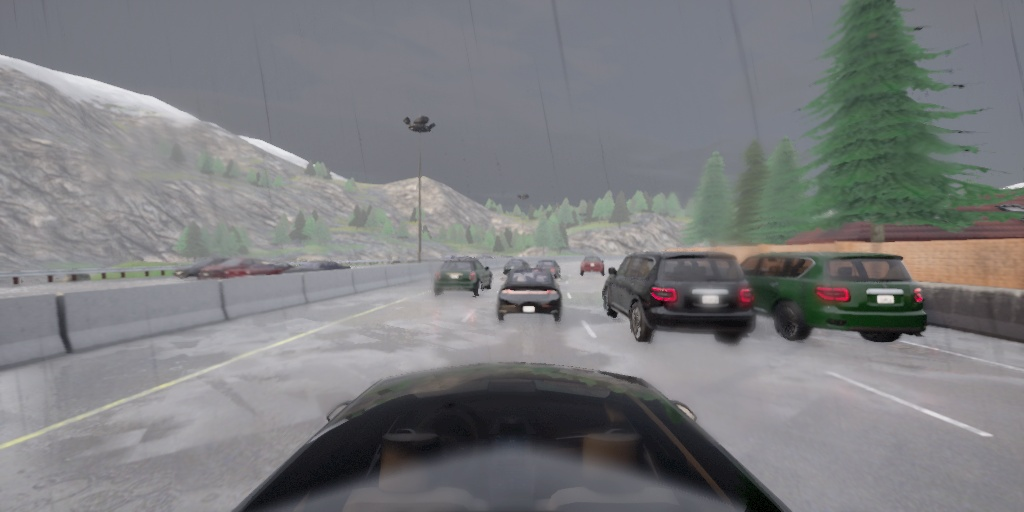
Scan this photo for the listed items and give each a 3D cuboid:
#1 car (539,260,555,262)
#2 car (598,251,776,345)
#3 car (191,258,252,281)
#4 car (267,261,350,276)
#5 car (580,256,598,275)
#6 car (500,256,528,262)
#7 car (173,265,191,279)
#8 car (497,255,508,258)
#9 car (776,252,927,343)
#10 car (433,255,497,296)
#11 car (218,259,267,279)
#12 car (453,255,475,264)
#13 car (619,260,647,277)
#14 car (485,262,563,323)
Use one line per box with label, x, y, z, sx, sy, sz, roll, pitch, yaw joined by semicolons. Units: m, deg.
car;2.825;1.012;28.460;2.033;1.411;5.357;0;1;11
car;3.940;0.898;9.497;2.150;2.045;5.566;0;1;3
car;-19.148;0.906;25.348;1.882;1.535;5.008;0;1;9
car;-12.461;1.024;22.969;2.033;1.411;5.357;0;1;8
car;7.477;0.777;33.373;2.097;1.767;4.553;0;1;12
car;0.543;0.955;34.449;1.994;1.385;4.181;0;1;12
car;-22.443;0.905;26.946;1.837;1.490;4.892;0;1;9
car;-1.720;0.566;62.622;2.128;1.511;4.902;0;1;22
car;7.453;0.908;9.668;2.150;2.045;5.566;0;1;4
car;-2.282;0.916;17.906;2.097;1.767;4.553;0;1;6
car;-15.930;1.062;23.339;1.895;1.301;4.718;0;1;8
car;-8.559;0.595;64.354;1.994;1.385;4.181;0;1;22
car;10.707;1.052;31.965;1.895;1.301;4.718;0;1;13
car;0.612;1.134;11.658;2.128;1.511;4.902;0;1;4
